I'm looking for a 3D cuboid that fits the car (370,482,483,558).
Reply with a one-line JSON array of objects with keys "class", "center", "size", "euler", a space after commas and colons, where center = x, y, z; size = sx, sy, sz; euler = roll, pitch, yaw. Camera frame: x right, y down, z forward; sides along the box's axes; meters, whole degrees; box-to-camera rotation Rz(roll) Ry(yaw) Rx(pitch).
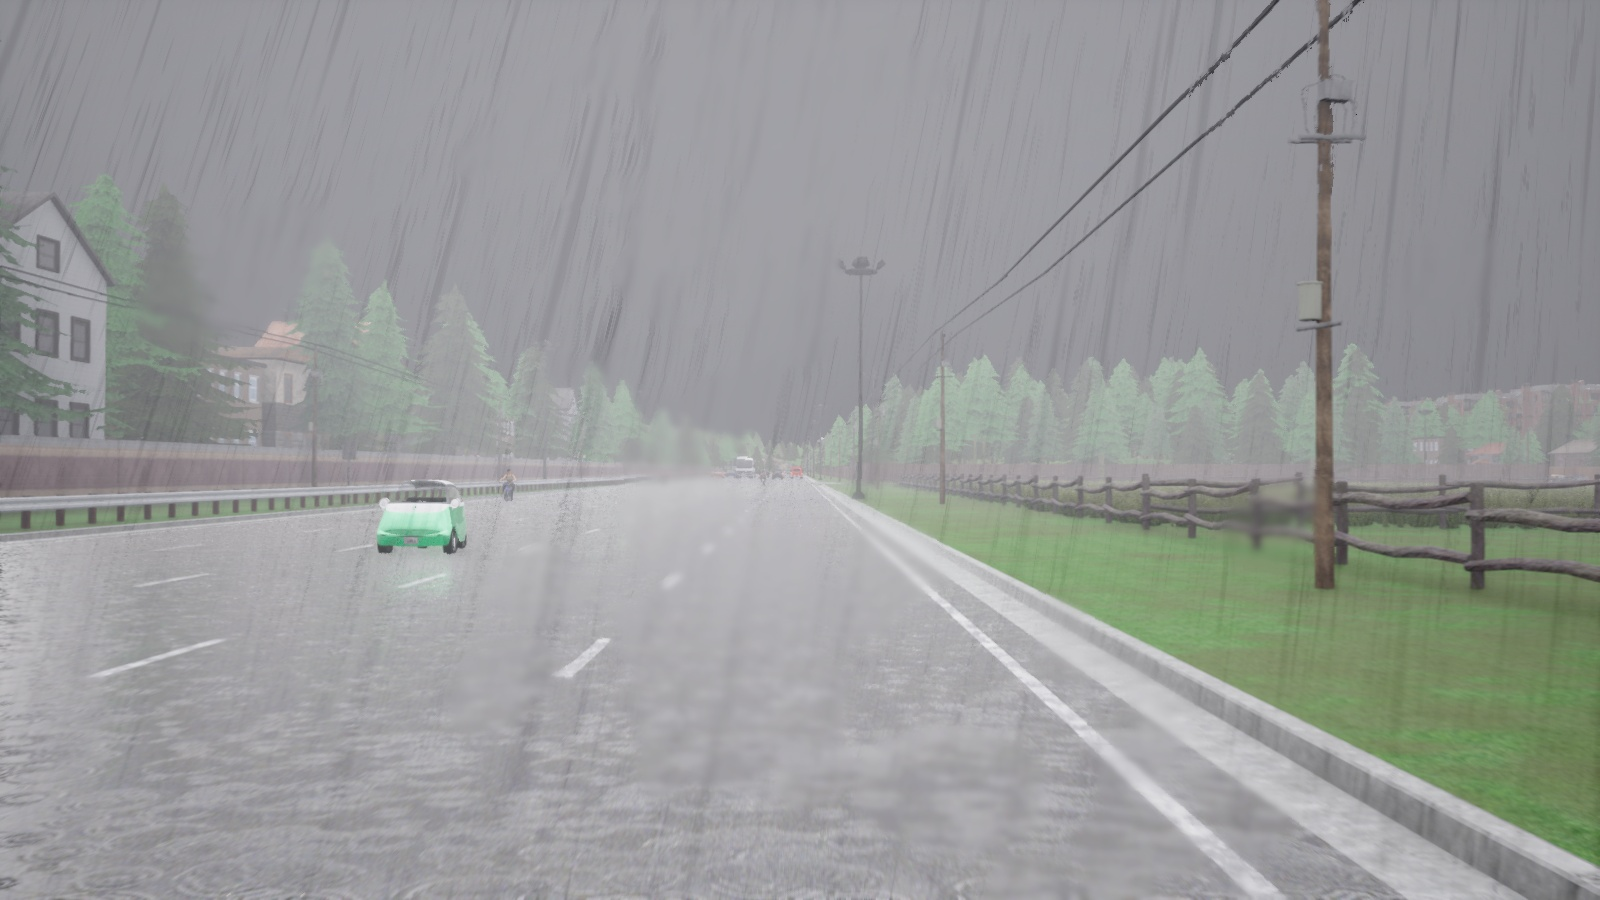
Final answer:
[{"class": "car", "center": [-7.057, 1.298, 23.901], "size": [1.481, 1.376, 2.207], "euler": [0, -1, 0]}]
